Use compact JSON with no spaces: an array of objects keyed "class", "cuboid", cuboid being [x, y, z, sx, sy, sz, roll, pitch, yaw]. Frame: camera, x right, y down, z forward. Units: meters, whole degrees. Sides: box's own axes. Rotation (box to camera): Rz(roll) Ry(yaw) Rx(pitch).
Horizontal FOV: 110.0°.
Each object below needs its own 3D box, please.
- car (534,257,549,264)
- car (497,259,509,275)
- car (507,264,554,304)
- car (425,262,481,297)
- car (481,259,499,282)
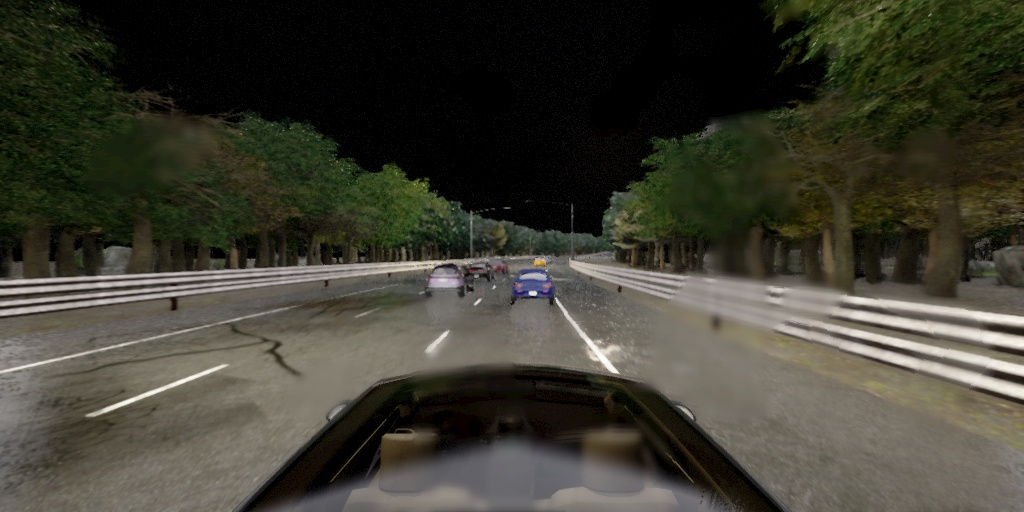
[{"class":"car","cuboid":[5.031,1.135,64.151,1.882,1.535,5.008,0,1,10]},{"class":"car","cuboid":[-1.594,1.132,40.533,2.097,1.767,4.553,0,0,6]},{"class":"car","cuboid":[0.895,1.294,16.375,1.812,1.442,4.674,0,0,2]},{"class":"car","cuboid":[-3.123,1.192,18.901,2.033,1.649,4.856,0,0,3]},{"class":"car","cuboid":[-2.503,1.274,29.742,1.837,1.490,4.892,0,0,4]}]
